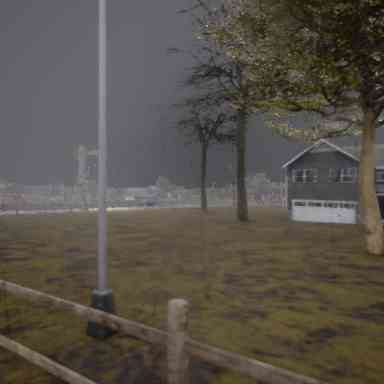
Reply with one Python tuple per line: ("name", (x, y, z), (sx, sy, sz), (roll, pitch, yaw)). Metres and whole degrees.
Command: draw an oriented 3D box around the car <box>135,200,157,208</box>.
("car", (-9.089, 2.295, 66.360), (1.882, 1.535, 5.008), (1, 0, 36))
